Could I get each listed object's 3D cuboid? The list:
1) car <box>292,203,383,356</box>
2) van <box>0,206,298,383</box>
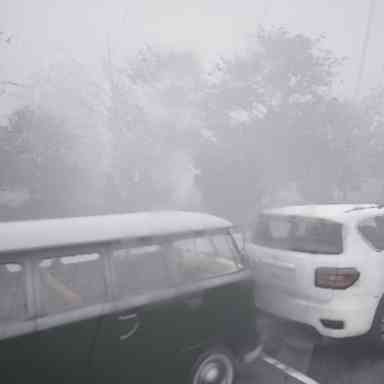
[{"bbox_3d":[3.398,1.227,6.321,5.566,2.045,2.435,-1,0,-35],"label":"car"},{"bbox_3d":[-1.180,1.246,3.268,4.442,1.987,1.878,-1,0,-36],"label":"van"}]
